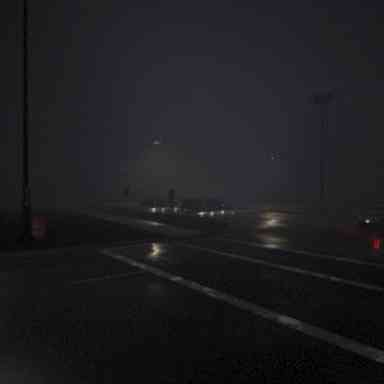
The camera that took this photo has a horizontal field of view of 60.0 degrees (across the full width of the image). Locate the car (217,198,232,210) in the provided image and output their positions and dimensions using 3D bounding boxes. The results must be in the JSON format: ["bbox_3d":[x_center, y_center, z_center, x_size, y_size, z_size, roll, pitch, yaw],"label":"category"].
[{"bbox_3d":[2.951,1.470,41.555,1.837,1.490,4.892,0,0,-35],"label":"car"}]

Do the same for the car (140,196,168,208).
[{"bbox_3d":[-5.801,1.476,48.044,1.837,1.490,4.892,0,0,-34],"label":"car"}]

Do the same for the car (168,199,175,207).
[{"bbox_3d":[-2.811,1.317,49.874,2.097,1.767,4.553,0,0,-34],"label":"car"}]

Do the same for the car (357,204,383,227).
[{"bbox_3d":[12.338,1.496,21.140,4.674,1.442,1.812,0,0,-35],"label":"car"}]

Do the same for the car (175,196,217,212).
[{"bbox_3d":[0.378,1.475,39.115,1.837,1.490,4.892,0,0,-35],"label":"car"}]
